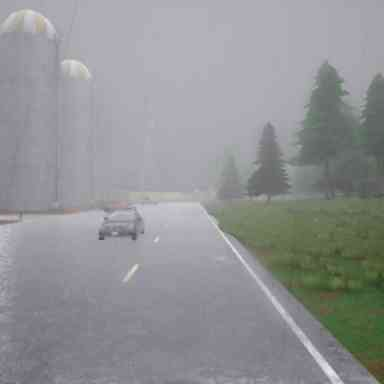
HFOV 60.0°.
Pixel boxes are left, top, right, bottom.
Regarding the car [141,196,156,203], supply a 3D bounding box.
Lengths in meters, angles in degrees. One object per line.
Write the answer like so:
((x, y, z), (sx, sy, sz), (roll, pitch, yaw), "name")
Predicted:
((-12.013, 2.177, 92.100), (3.866, 1.878, 1.905), (0, -1, -31), "car")

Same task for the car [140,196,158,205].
((-9.636, 2.153, 75.257), (3.988, 1.617, 1.851), (0, -1, -1), "car")

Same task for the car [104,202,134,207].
((-9.110, 1.928, 42.249), (4.181, 1.381, 1.994), (0, -1, -1), "car")

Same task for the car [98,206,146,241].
((-3.607, 1.686, 17.791), (1.812, 1.442, 4.674), (0, 0, 0), "car")
